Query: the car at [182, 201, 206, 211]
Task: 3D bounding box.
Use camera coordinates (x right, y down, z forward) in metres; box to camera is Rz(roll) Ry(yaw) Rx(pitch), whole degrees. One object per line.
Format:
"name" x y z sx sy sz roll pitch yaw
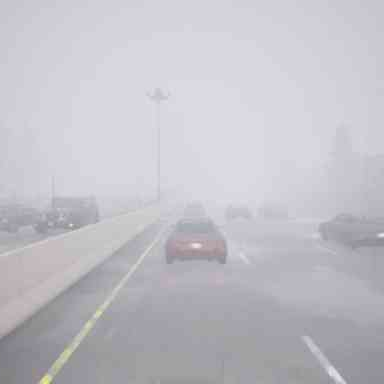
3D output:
"car" 0.187 1.535 29.311 2.128 1.511 4.902 0 0 0

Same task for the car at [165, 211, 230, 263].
"car" 0.132 1.582 11.991 1.994 1.385 4.181 0 0 0

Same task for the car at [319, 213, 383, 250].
"car" 7.140 1.592 14.506 1.994 1.385 4.181 0 0 0

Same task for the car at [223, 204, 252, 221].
"car" 3.682 1.645 27.647 1.895 1.301 4.718 0 0 0

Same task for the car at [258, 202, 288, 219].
"car" 7.189 1.615 29.825 1.994 1.385 4.181 0 0 0
